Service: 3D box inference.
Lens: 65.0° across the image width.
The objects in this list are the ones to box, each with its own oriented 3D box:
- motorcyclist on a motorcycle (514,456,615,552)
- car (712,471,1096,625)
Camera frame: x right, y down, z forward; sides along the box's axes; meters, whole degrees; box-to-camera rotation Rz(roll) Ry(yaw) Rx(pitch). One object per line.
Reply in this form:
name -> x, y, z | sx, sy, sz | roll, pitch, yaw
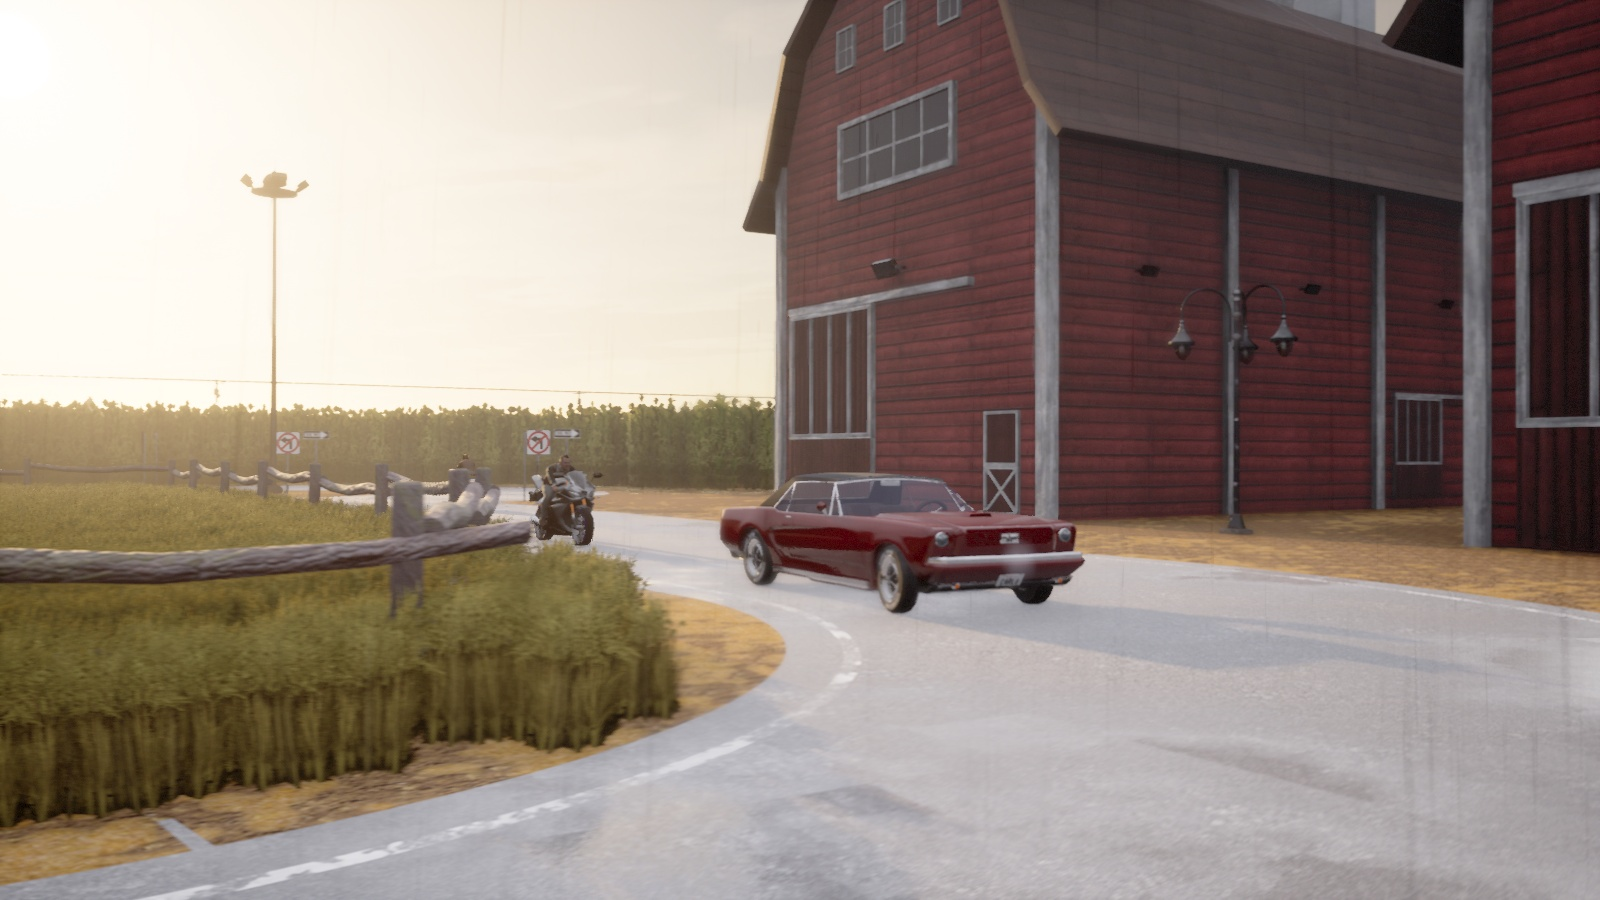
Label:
motorcyclist on a motorcycle -> -4.017, 0.882, 21.273 | 0.866, 1.530, 2.191 | 0, -1, -34
car -> 0.880, 0.906, 13.642 | 1.895, 1.301, 4.718 | 0, 0, -28
